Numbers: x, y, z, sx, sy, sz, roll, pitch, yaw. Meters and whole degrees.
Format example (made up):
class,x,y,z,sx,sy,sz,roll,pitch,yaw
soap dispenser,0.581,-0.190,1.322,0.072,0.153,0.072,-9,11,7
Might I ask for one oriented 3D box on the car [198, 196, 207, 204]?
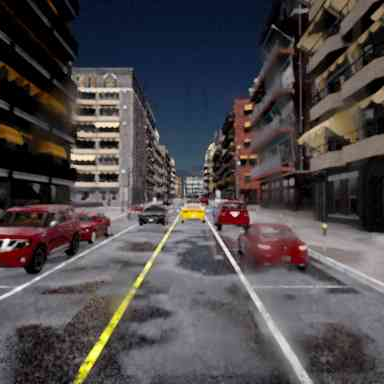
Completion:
class,x,y,z,sx,sy,sz,roll,pitch,yaw
car,2.553,2.030,82.506,2.192,1.841,5.009,1,-1,0

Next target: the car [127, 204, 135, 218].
class,x,y,z,sx,sy,sz,roll,pitch,yaw
car,-5.311,1.850,33.252,1.802,1.307,4.206,1,-1,0

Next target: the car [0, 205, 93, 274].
class,x,y,z,sx,sy,sz,roll,pitch,yaw
car,-5.296,1.398,11.129,2.192,1.841,5.009,1,0,0

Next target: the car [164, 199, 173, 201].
class,x,y,z,sx,sy,sz,roll,pitch,yaw
car,-5.326,2.175,71.330,1.947,1.339,4.313,1,-1,0

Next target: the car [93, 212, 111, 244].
class,x,y,z,sx,sy,sz,roll,pitch,yaw
car,-5.303,1.671,16.659,1.887,1.381,4.507,1,0,0

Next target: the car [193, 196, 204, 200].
class,x,y,z,sx,sy,sz,roll,pitch,yaw
car,0.124,1.681,40.140,2.097,1.767,4.553,0,-1,1

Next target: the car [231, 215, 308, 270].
class,x,y,z,sx,sy,sz,roll,pitch,yaw
car,2.545,1.664,11.075,1.802,1.307,4.206,1,0,0

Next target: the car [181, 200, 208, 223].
class,x,y,z,sx,sy,sz,roll,pitch,yaw
car,0.091,1.699,28.053,1.882,1.535,5.008,0,0,0

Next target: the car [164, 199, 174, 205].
class,x,y,z,sx,sy,sz,roll,pitch,yaw
car,-5.328,2.226,76.891,1.947,1.339,4.313,1,-1,0

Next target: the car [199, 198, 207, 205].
class,x,y,z,sx,sy,sz,roll,pitch,yaw
car,2.553,2.188,77.109,1.752,1.417,4.829,1,-1,0

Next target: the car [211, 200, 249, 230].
class,x,y,z,sx,sy,sz,roll,pitch,yaw
car,2.546,1.486,22.140,2.192,1.841,5.009,1,0,0

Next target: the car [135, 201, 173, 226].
class,x,y,z,sx,sy,sz,roll,pitch,yaw
car,-2.770,1.674,25.099,1.882,1.535,5.008,0,-1,0

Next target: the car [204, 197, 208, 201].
class,x,y,z,sx,sy,sz,roll,pitch,yaw
car,2.559,1.925,71.382,2.192,1.841,5.009,1,-1,0
